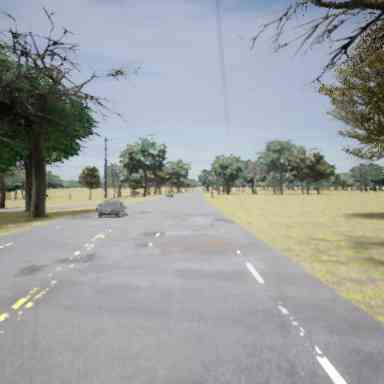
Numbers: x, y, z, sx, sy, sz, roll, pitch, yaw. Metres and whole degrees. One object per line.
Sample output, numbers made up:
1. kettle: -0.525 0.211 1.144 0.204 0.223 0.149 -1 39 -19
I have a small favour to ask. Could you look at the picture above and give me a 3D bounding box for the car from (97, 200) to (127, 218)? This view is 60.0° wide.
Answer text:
1. car: -7.005 1.472 29.528 1.837 1.490 4.892 0 0 -1
